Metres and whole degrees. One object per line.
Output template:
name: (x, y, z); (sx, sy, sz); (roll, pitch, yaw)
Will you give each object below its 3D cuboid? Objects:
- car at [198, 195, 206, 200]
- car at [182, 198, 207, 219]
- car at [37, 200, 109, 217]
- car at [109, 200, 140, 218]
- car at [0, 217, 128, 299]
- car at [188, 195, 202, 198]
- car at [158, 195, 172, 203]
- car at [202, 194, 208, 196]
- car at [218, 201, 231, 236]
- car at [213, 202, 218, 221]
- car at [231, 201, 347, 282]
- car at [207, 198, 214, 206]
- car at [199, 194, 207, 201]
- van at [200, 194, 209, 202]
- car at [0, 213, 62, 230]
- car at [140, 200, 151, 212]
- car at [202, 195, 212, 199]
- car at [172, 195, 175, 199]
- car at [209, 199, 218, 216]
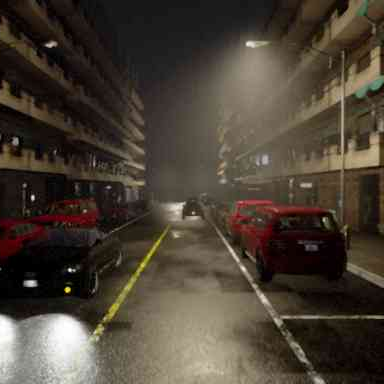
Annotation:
car: (2.673, 1.484, 89.041); (1.802, 1.307, 4.206); (-1, 0, 0)
car: (0.098, 1.510, 28.785); (1.812, 1.442, 4.674); (0, 0, 0)
car: (-5.708, 1.309, 15.340); (2.192, 1.841, 5.009); (-1, 0, 0)
car: (-5.704, 1.531, 26.670); (1.887, 1.381, 4.507); (-1, 0, 0)
car: (-3.094, 1.561, 8.359); (1.994, 1.385, 4.181); (0, 0, 0)
car: (0.097, 1.471, 45.987); (1.837, 1.490, 4.892); (0, 0, 0)
car: (-5.706, 1.493, 66.326); (2.008, 1.369, 4.403); (-1, 0, 0)
car: (2.674, 1.508, 55.053); (2.008, 1.369, 4.403); (-1, 0, 0)
car: (2.639, 1.309, 15.402); (2.192, 1.841, 5.009); (-1, 0, 0)
car: (2.643, 1.556, 21.066); (1.947, 1.339, 4.313); (-1, 0, 0)
car: (2.639, 1.312, 9.736); (2.192, 1.841, 5.009); (-1, 0, 0)
car: (2.648, 1.547, 32.395); (1.947, 1.339, 4.313); (-1, 0, 0)
car: (2.671, 1.353, 83.376); (1.967, 1.590, 4.097); (-1, 0, 0)
van: (2.670, 1.274, 72.046); (1.690, 1.788, 3.998); (-1, 0, 0)
car: (-5.704, 1.542, 9.678); (1.887, 1.381, 4.507); (-1, 0, 0)
car: (-5.705, 1.541, 38.001); (1.947, 1.339, 4.313); (-1, 0, 0)
car: (2.677, 1.529, 49.388); (1.947, 1.339, 4.313); (-1, 0, 0)
car: (-5.708, 1.417, 94.479); (1.752, 1.417, 4.829); (-1, 0, 0)
car: (2.643, 1.530, 26.731); (1.887, 1.381, 4.507); (-1, 0, 0)
